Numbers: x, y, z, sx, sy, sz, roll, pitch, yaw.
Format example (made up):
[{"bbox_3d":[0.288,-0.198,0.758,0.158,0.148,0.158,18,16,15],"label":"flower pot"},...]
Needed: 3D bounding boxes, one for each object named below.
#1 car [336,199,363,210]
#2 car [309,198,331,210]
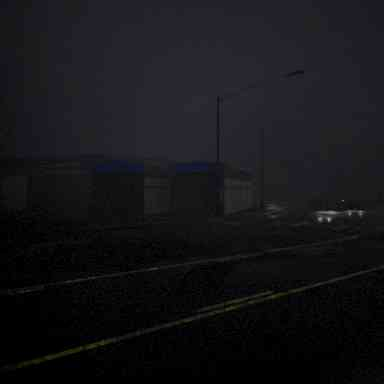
[{"bbox_3d":[20.038,1.602,42.653,2.033,1.411,5.357,0,0,8],"label":"car"},{"bbox_3d":[16.569,1.520,43.120,2.128,1.511,4.902,0,0,8],"label":"car"}]
